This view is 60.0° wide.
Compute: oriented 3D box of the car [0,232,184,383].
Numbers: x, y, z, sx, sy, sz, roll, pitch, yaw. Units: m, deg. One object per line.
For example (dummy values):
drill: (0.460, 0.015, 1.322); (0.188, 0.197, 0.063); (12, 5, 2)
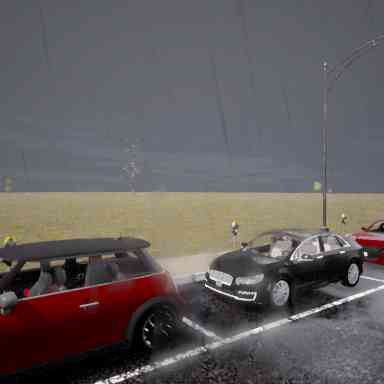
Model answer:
car: (-2.202, 1.440, 4.516); (4.097, 1.590, 1.967); (0, 1, -36)

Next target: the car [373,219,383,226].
car: (6.807, 1.548, 10.954); (4.507, 1.381, 1.887); (0, 1, -36)

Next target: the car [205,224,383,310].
car: (2.302, 1.552, 7.736); (4.403, 1.369, 2.008); (0, 1, -36)
